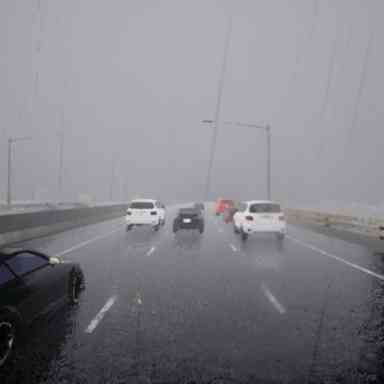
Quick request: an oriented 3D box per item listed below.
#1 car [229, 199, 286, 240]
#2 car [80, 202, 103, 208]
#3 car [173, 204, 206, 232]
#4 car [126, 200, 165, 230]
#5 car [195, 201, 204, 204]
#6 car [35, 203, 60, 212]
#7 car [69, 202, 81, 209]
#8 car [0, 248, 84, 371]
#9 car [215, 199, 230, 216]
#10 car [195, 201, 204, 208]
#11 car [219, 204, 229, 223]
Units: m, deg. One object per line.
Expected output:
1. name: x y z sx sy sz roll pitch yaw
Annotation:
1. car: 3.618 1.490 18.683 2.150 2.045 5.566 0 -1 1
2. car: -13.429 2.309 46.219 1.895 1.301 4.718 0 -1 2
3. car: -0.145 1.832 22.646 2.163 1.488 4.792 0 -1 3
4. car: -3.209 1.565 23.750 2.150 2.045 5.566 0 -1 1
5. car: 1.085 2.467 57.534 1.994 1.385 4.181 0 -1 3
6. car: -20.394 2.250 47.286 1.812 1.442 4.674 0 -1 2
7. car: -16.818 2.292 49.696 1.812 1.442 4.674 0 -1 2
8. car: -3.377 1.644 5.701 1.994 1.385 4.181 0 -1 0
9. car: 4.015 1.838 40.523 2.150 2.045 5.566 0 -1 1
10. car: 1.678 2.749 74.407 1.994 1.385 4.181 0 -1 3
11. car: 3.781 2.000 29.568 1.994 1.385 4.181 0 -1 1
